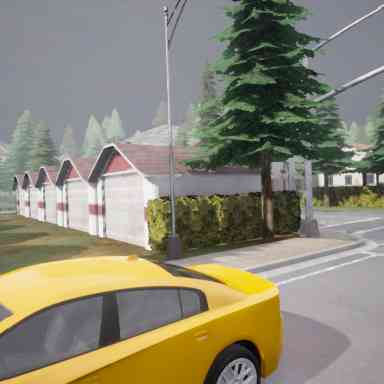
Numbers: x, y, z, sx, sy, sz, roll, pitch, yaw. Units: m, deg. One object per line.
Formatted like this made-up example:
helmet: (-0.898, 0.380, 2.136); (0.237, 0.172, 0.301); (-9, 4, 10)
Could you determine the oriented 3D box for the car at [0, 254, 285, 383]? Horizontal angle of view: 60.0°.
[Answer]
car: (-1.296, 1.455, 3.068); (5.008, 1.535, 1.882); (-2, 1, -35)
